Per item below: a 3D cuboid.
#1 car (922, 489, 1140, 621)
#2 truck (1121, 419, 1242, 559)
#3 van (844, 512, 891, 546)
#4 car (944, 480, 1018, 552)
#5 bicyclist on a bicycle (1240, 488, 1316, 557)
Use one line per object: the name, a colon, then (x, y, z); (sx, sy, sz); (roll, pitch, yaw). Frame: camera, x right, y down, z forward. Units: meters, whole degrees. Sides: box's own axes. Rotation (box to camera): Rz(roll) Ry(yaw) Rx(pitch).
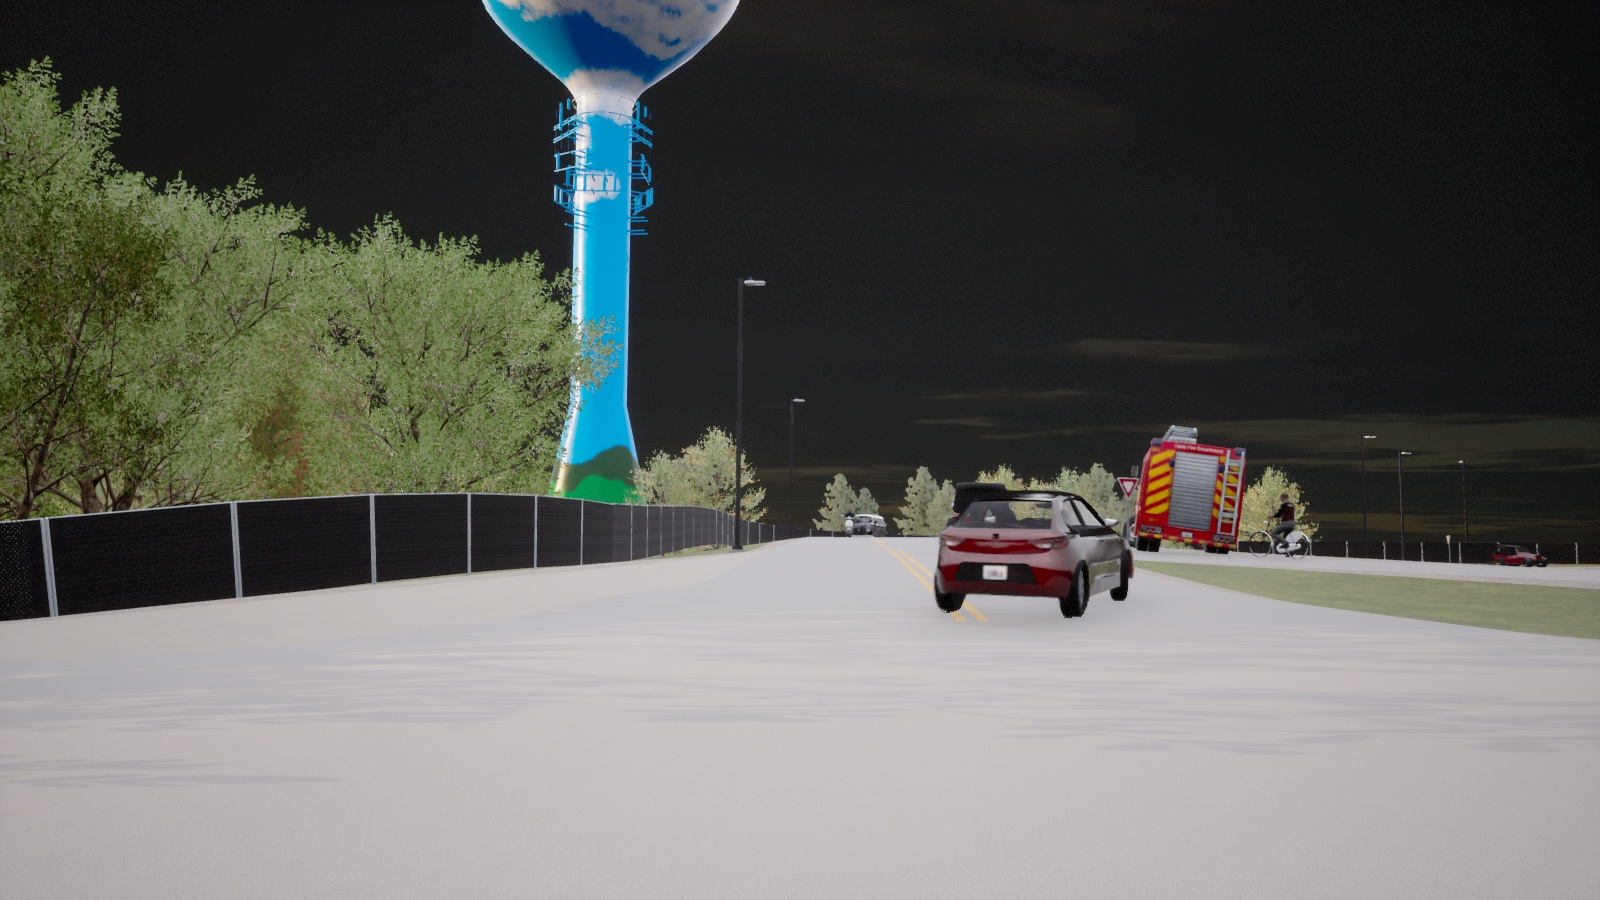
car: (3.128, 1.246, 16.289); (1.816, 1.474, 4.193); (-1, -2, 24)
truck: (12.395, 1.392, 41.510); (2.891, 3.827, 8.468); (7, -2, 14)
van: (4.487, 5.259, 83.238); (2.069, 2.038, 4.480); (-2, -7, 17)
car: (5.003, 1.834, 34.806); (1.905, 1.878, 3.866); (0, -3, 8)
bicyclist on a bicycle: (12.745, 1.927, 33.523); (0.659, 1.776, 1.843); (3, -3, -33)
